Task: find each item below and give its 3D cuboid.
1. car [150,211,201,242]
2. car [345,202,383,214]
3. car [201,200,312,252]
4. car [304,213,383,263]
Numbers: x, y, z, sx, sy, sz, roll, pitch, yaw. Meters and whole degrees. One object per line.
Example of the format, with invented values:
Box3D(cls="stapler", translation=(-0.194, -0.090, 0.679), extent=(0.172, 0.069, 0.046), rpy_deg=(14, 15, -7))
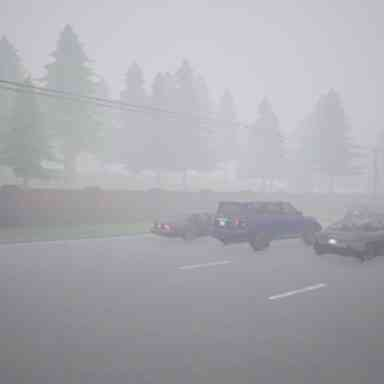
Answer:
Box3D(cls="car", translation=(0.515, 1.678, 17.115), extent=(5.357, 1.411, 2.033), rpy_deg=(1, -1, -35))
Box3D(cls="car", translation=(14.440, 1.700, 27.030), extent=(4.553, 1.767, 2.097), rpy_deg=(1, -1, -35))
Box3D(cls="car", translation=(3.411, 1.367, 14.871), extent=(5.566, 2.045, 2.150), rpy_deg=(1, 0, -35))
Box3D(cls="car", translation=(6.574, 1.727, 12.808), extent=(4.181, 1.385, 1.994), rpy_deg=(1, 0, -35))
